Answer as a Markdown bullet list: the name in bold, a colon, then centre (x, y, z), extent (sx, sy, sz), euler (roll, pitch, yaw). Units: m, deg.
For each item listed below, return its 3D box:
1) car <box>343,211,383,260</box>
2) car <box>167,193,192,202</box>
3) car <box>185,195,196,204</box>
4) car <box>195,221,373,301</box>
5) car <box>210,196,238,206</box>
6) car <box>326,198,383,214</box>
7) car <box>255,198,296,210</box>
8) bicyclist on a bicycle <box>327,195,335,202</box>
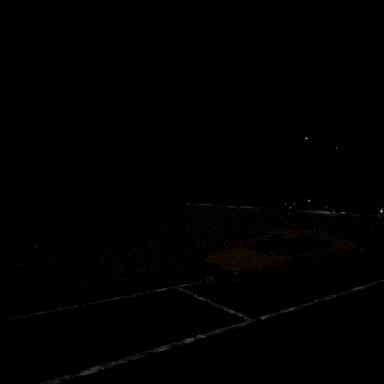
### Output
- **car**: centre (7.105, 1.547, 11.641), extent (4.507, 1.381, 1.887), euler (0, 1, -35)
- **car**: centre (-2.348, 1.056, 60.698), extent (2.128, 1.511, 4.902), euler (1, 0, -34)
- **car**: centre (-1.283, 1.192, 53.556), extent (1.895, 1.301, 4.718), euler (1, 0, -34)
- **car**: centre (2.345, 1.526, 8.337), extent (4.829, 1.417, 1.752), euler (0, 1, -35)
- **car**: centre (4.313, 1.247, 45.347), extent (1.994, 1.385, 4.181), euler (1, 0, -34)
- **car**: centre (14.675, 1.341, 30.209), extent (2.128, 1.511, 4.902), euler (1, 0, -34)
- **car**: centre (9.437, 1.367, 37.854), extent (1.895, 1.301, 4.718), euler (1, 0, -34)
- **bicyclist on a bicycle**: centre (16.282, 1.158, 38.904), extent (1.656, 1.620, 0.582), euler (0, 0, -34)
